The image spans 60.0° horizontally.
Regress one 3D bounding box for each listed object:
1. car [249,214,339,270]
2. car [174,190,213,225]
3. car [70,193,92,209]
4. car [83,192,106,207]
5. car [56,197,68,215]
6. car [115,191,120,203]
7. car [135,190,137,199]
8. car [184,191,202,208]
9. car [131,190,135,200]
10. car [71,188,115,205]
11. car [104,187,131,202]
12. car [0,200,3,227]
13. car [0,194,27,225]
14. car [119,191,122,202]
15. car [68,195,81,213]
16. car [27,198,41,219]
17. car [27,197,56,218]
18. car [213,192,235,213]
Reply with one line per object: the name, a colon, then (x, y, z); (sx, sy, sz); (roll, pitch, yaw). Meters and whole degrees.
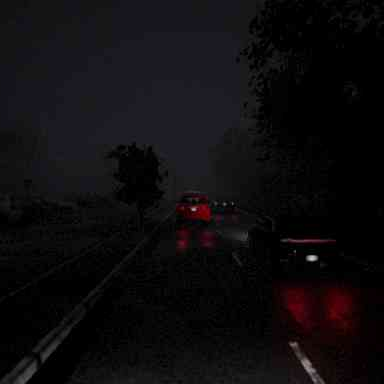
car: (3.101, 1.486, 11.009); (2.128, 1.511, 4.902); (0, 0, 0)
car: (0.101, 1.140, 23.481); (2.150, 2.045, 5.566); (0, 1, 0)
car: (-13.811, 1.249, 36.038); (5.008, 1.535, 2.097); (-1, 1, -20)
car: (-13.787, 1.186, 42.054); (4.792, 1.488, 2.163); (-1, 1, -20)
car: (-13.854, 1.208, 30.025); (4.553, 1.767, 2.185); (-1, 1, -20)
car: (-13.635, 1.064, 48.108); (5.366, 1.575, 1.946); (-1, 1, -20)
car: (-13.830, 0.742, 66.035); (4.553, 1.767, 2.185); (-1, 0, -20)
car: (0.103, 0.873, 42.956); (2.150, 2.045, 5.566); (0, 1, 0)
car: (-13.770, 0.768, 63.050); (4.553, 1.767, 2.185); (-1, 1, -20)
car: (-13.791, 0.862, 45.053); (5.566, 2.045, 2.435); (-1, 1, -20)
car: (-13.830, 0.706, 57.022); (5.566, 2.045, 2.435); (-1, 1, -20)
car: (-13.658, 1.447, 18.087); (5.366, 1.575, 1.946); (-1, 0, -20)
car: (-13.857, 1.180, 21.012); (5.566, 2.045, 2.435); (-1, 1, -20)
car: (-13.980, 1.031, 50.974); (5.366, 1.575, 1.946); (-1, 1, -20)
car: (-13.822, 1.333, 33.038); (4.674, 1.452, 2.002); (-1, 1, -20)
car: (-13.852, 1.432, 24.014); (4.792, 1.488, 2.163); (-1, 1, -20)
car: (-13.826, 1.414, 27.039); (4.674, 1.452, 2.002); (-1, 0, -20)
car: (3.102, 1.141, 33.824); (2.097, 1.767, 4.553); (0, 1, 0)
